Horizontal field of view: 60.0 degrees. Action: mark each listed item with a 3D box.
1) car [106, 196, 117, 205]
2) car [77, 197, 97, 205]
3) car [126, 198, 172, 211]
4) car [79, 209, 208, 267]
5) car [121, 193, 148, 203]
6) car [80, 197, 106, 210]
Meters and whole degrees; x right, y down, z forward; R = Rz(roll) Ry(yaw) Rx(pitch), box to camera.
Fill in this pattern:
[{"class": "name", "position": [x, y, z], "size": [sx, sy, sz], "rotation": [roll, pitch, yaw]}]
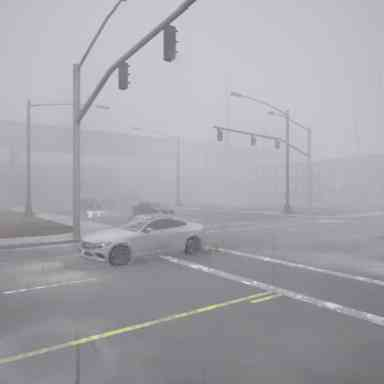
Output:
[{"class": "car", "position": [-14.992, 1.526, 59.810], "size": [1.812, 1.442, 4.674], "rotation": [0, 0, 3]}, {"class": "car", "position": [-18.790, 1.566, 59.631], "size": [1.994, 1.385, 4.181], "rotation": [0, 0, 3]}, {"class": "car", "position": [-3.431, 1.547, 28.989], "size": [2.033, 1.411, 5.357], "rotation": [0, 0, -36]}, {"class": "car", "position": [-1.507, 1.526, 11.597], "size": [4.674, 1.442, 1.812], "rotation": [0, 1, -40]}, {"class": "car", "position": [-12.303, 1.223, 69.377], "size": [2.150, 2.045, 5.566], "rotation": [0, 0, 29]}, {"class": "car", "position": [-13.124, 1.491, 42.266], "size": [2.128, 1.511, 4.902], "rotation": [0, 0, -35]}]
